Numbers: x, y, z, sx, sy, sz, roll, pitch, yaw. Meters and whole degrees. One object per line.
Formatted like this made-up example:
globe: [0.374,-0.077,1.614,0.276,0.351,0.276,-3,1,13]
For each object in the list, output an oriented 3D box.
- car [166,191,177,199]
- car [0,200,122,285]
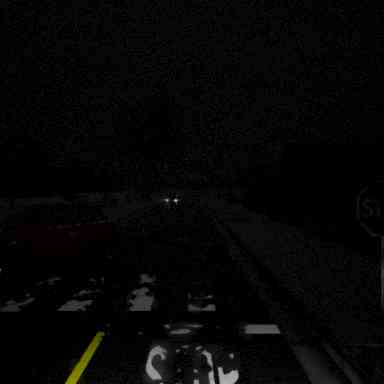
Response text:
car: [-3.745,0.528,60.243,1.882,1.535,5.008,0,1,-6]
car: [-4.184,1.133,8.906,2.097,1.767,4.553,2,2,40]
